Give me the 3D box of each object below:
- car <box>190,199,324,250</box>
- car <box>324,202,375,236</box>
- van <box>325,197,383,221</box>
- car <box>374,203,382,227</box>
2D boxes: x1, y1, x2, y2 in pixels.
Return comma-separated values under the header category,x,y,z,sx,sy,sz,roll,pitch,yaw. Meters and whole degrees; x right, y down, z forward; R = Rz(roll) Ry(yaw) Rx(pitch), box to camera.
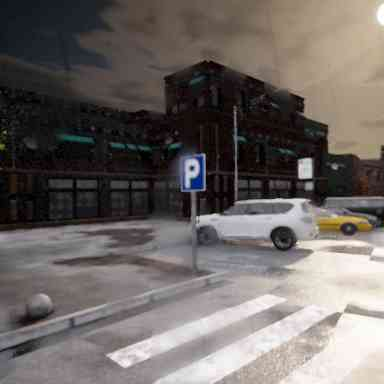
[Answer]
category,x,y,z,sx,sy,sz,roll,pitch,yaw
car,2.672,1.353,14.816,5.566,2.045,2.435,-2,-1,26
car,7.169,1.577,18.933,5.366,1.575,1.946,-2,-2,26
van,11.186,1.346,23.261,4.442,1.987,1.878,-2,-1,26
car,9.147,1.617,21.117,4.674,1.452,2.002,-2,-2,26
